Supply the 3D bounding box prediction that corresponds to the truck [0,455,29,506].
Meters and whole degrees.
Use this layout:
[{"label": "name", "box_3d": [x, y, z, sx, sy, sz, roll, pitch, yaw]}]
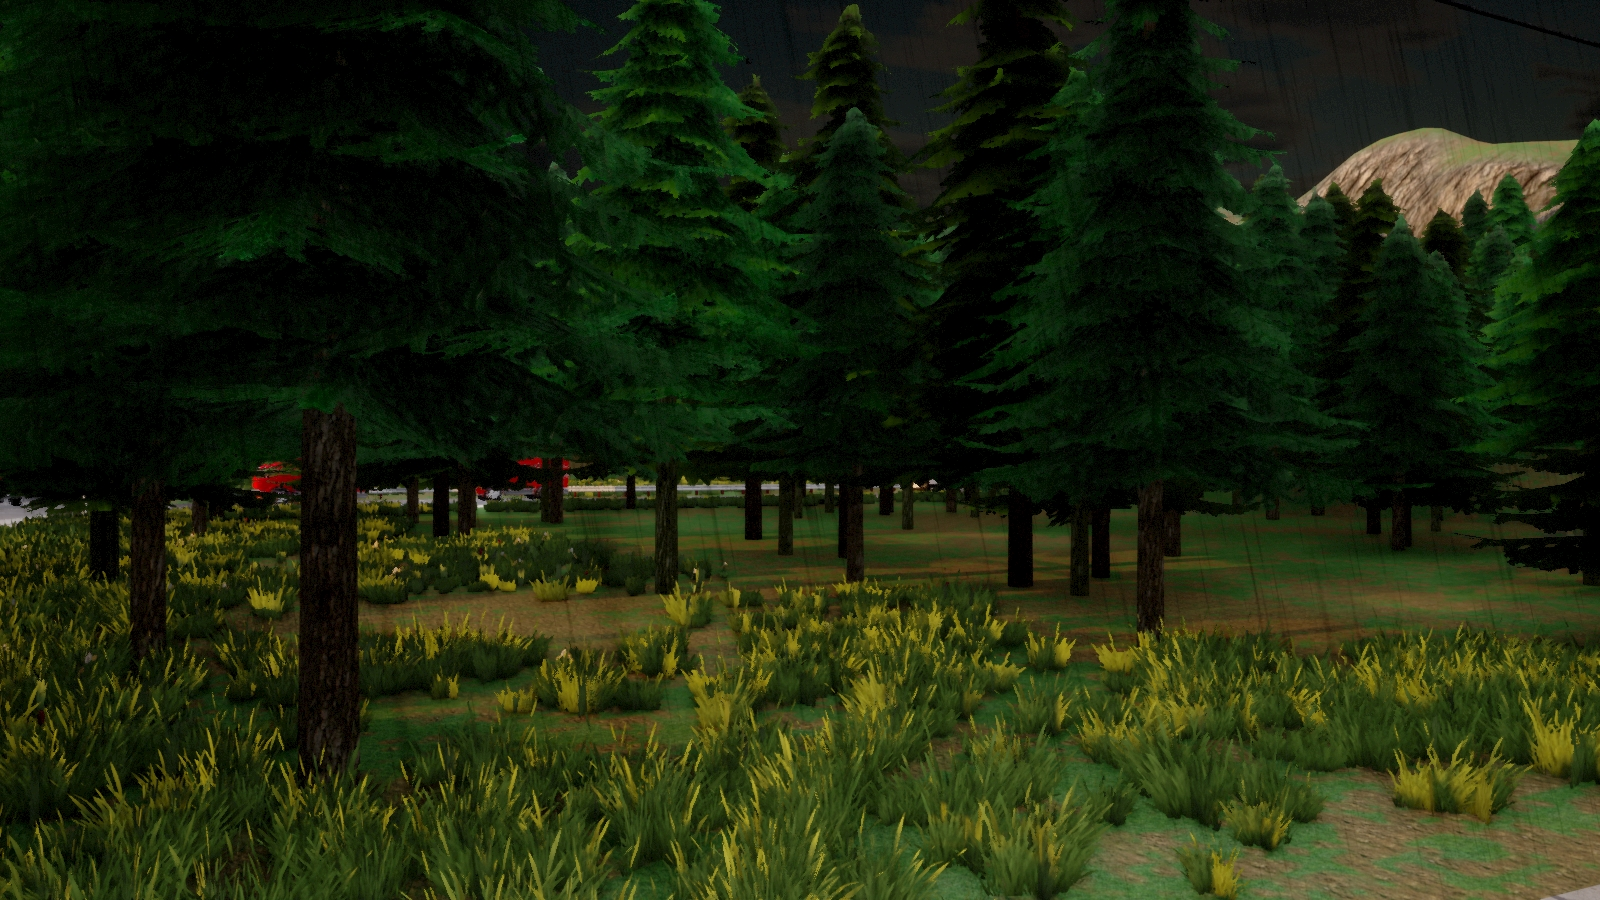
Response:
[{"label": "truck", "box_3d": [-41.075, 1.557, 57.531, 5.204, 2.467, 2.627, -1, 0, 44]}]
